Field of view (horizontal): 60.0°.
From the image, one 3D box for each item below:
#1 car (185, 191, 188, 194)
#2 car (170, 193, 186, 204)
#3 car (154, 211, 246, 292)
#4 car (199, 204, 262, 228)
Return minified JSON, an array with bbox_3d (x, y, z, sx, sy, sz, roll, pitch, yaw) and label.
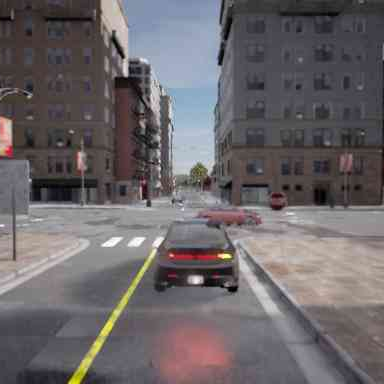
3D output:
[{"bbox_3d":[-2.434,1.152,72.310,2.033,1.411,5.357,0,0,0],"label":"car"},{"bbox_3d":[-2.505,1.248,56.717,1.812,1.442,4.674,0,0,0],"label":"car"},{"bbox_3d":[0.155,1.463,8.803,1.837,1.490,4.892,0,-1,2],"label":"car"},{"bbox_3d":[2.309,1.490,21.229,4.181,1.385,1.994,1,0,-1],"label":"car"}]
